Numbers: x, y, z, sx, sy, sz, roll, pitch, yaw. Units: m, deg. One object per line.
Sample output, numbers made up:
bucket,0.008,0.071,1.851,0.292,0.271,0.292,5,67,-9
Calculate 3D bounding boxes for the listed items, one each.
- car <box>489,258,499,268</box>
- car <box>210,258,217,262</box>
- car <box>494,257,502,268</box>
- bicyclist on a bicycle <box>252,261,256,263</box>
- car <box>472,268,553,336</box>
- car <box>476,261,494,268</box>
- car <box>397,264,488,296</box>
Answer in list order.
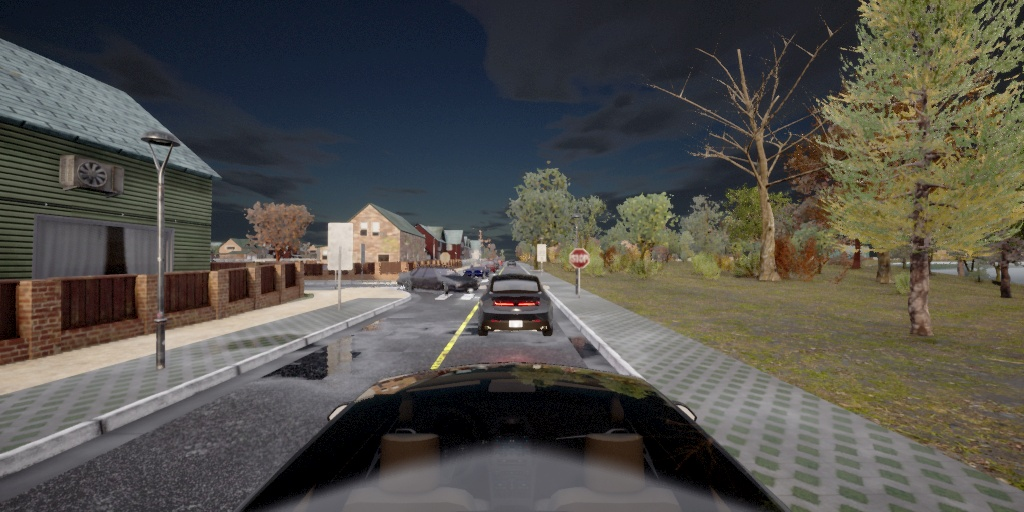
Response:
car,-2.901,1.300,43.642,1.882,1.535,5.008,0,0,0
car,-19.979,1.001,22.467,5.566,2.045,2.150,0,-2,2
car,-2.911,1.367,55.766,1.837,1.490,4.892,0,0,0
bicyclist on a bicycle,-20.276,1.238,28.334,0.582,1.620,1.656,0,-1,2
car,0.079,1.262,10.378,1.837,1.490,4.892,0,0,0
car,-3.157,1.395,32.717,1.895,1.301,4.718,0,0,4
car,-4.118,1.296,19.722,5.357,1.411,2.033,1,0,38
